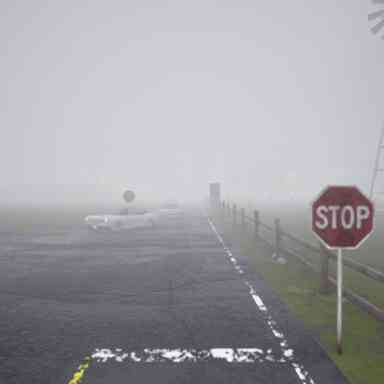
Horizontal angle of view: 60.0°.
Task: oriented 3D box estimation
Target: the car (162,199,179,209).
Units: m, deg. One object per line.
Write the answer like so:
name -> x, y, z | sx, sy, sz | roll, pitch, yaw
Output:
car -> -2.820, 1.561, 44.401 | 1.994, 1.385, 4.181 | 0, 0, 0

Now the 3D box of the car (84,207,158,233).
car -> -4.072, 1.594, 19.741 | 1.895, 1.301, 4.718 | 0, 0, 30
